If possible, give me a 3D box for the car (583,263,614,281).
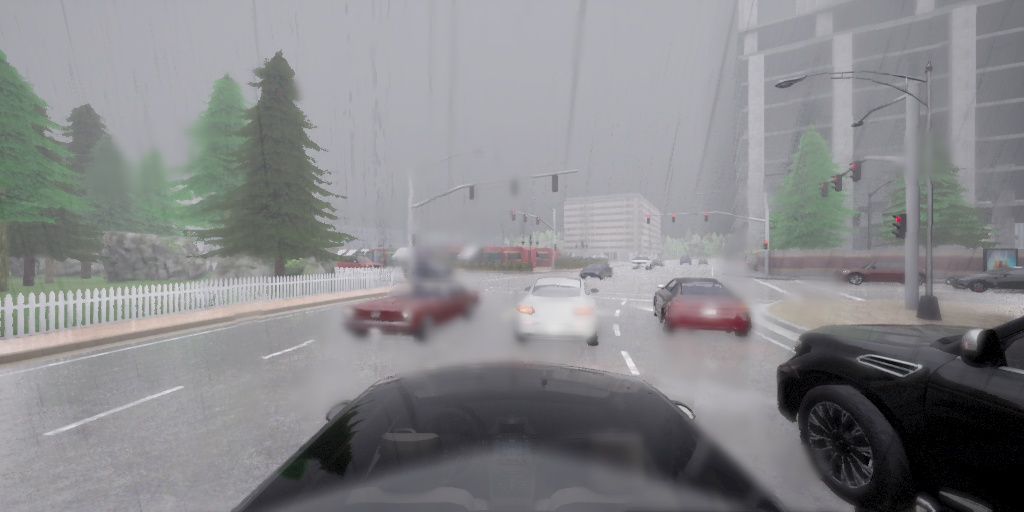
[{"bbox_3d":[7.568,1.341,31.668,2.033,1.411,5.357,0,0,29],"label":"car"}]

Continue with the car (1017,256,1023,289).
[{"bbox_3d":[34.261,1.027,20.651,5.566,2.045,2.150,0,0,30],"label":"car"}]

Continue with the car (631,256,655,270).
[{"bbox_3d":[18.749,0.973,51.694,2.150,2.045,5.566,0,0,29],"label":"car"}]

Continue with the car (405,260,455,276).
[{"bbox_3d":[-7.306,1.157,31.952,4.553,1.767,2.097,0,0,30],"label":"car"}]

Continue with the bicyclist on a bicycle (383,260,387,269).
[{"bbox_3d":[-15.714,1.258,44.291,0.582,1.620,1.656,0,0,-22],"label":"bicyclist on a bicycle"}]

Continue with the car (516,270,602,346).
[{"bbox_3d":[1.279,1.276,9.421,1.812,1.442,4.674,0,0,11],"label":"car"}]

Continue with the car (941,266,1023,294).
[{"bbox_3d":[28.011,1.331,20.151,4.674,1.442,1.812,0,0,29],"label":"car"}]

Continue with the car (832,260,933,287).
[{"bbox_3d":[25.926,1.157,25.385,4.553,1.767,2.097,0,0,30],"label":"car"}]

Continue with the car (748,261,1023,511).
[{"bbox_3d":[3.737,0.971,1.199,2.150,2.045,5.566,0,0,0],"label":"car"}]

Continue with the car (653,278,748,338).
[{"bbox_3d":[5.301,1.314,10.427,1.994,1.385,4.181,0,0,17],"label":"car"}]

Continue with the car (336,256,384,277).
[{"bbox_3d":[-15.646,1.027,36.692,5.566,2.045,2.150,0,0,30],"label":"car"}]

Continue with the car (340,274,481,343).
[{"bbox_3d":[-2.444,1.351,9.943,1.895,1.301,4.718,0,0,14],"label":"car"}]
